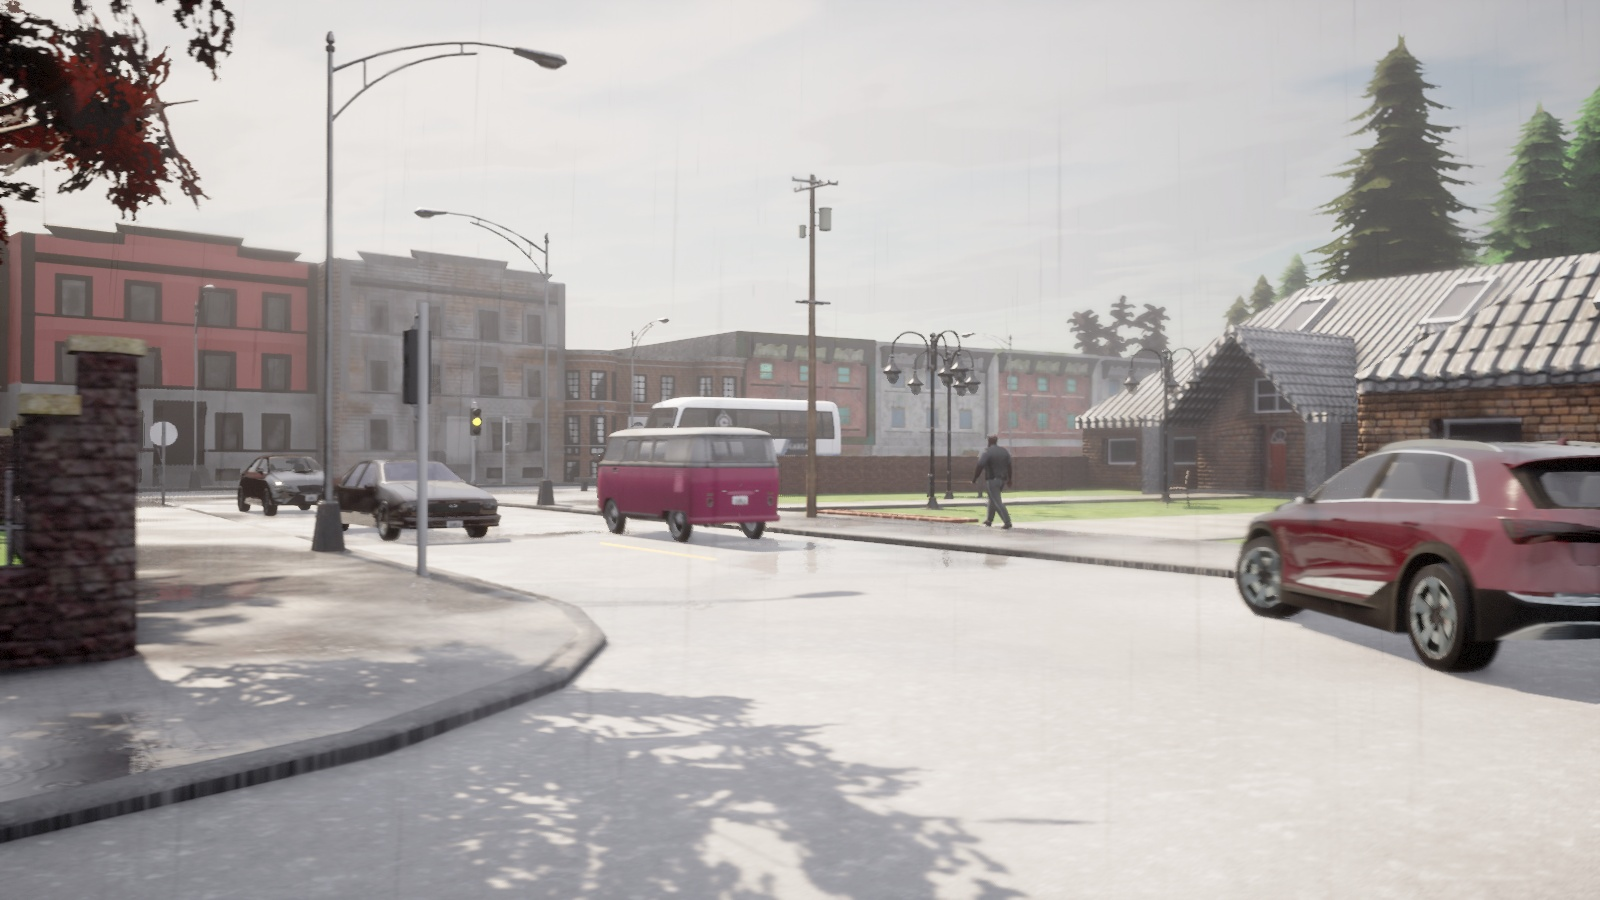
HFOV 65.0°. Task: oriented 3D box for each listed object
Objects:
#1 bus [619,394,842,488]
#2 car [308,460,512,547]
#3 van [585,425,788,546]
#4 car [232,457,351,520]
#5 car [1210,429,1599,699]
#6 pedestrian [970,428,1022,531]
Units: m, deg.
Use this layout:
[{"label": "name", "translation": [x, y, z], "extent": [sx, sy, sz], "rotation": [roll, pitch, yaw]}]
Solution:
[{"label": "bus", "translation": [-3.267, -0.387, 61.242], "extent": [10.273, 4.253, 3.944], "rotation": [0, 0, -34]}, {"label": "car", "translation": [-7.376, 0.896, 23.334], "extent": [2.033, 1.411, 5.357], "rotation": [0, 0, -36]}, {"label": "van", "translation": [-2.178, 0.591, 22.893], "extent": [1.775, 1.987, 4.442], "rotation": [0, 0, -34]}, {"label": "car", "translation": [-12.799, 0.902, 31.445], "extent": [1.816, 1.474, 4.193], "rotation": [0, 0, -36]}, {"label": "car", "translation": [5.237, 0.707, 10.157], "extent": [2.033, 1.649, 4.856], "rotation": [0, 0, -3]}, {"label": "pedestrian", "translation": [3.673, 0.538, 23.552], "extent": [0.563, 1.883, 0.849], "rotation": [0, 0, -28]}]
